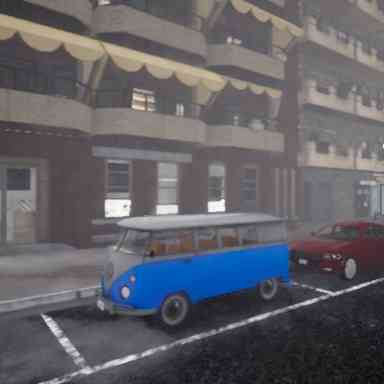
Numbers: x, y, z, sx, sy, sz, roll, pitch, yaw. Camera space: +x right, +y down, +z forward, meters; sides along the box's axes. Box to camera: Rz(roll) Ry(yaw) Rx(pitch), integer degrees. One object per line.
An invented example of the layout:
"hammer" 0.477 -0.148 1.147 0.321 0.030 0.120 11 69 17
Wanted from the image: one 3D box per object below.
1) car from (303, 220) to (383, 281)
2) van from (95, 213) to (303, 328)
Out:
"car" 4.710 1.558 9.914 4.507 1.381 1.887 0 0 -35
"van" 0.214 1.347 6.707 3.998 1.788 1.690 0 0 -35
